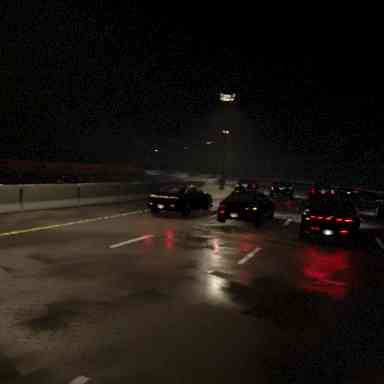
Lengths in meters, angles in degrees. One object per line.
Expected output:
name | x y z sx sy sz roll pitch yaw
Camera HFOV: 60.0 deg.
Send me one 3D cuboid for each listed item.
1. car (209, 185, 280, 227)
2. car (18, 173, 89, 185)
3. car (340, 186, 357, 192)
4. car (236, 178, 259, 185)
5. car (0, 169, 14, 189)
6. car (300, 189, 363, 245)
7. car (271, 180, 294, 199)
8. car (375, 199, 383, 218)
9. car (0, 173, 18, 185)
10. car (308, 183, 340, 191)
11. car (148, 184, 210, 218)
car | 2.577 0.639 15.231 1.812 1.442 4.674 5 4 23
car | -9.379 -0.534 23.581 1.837 1.490 4.892 5 4 22
car | 17.535 -0.042 38.148 1.994 1.385 4.181 4 4 13
car | 5.866 -0.649 34.998 2.097 1.767 4.553 4 4 16
car | -16.313 -1.012 25.030 1.882 1.535 5.008 4 4 22
car | 5.324 0.920 12.765 1.837 1.490 4.892 5 5 24
car | 8.917 -0.357 32.902 2.097 1.767 4.553 4 4 16
car | 11.194 0.895 17.779 1.837 1.490 4.892 5 5 20
car | -12.497 -0.750 25.087 2.033 1.411 5.357 4 4 21
car | 11.985 -0.068 30.876 2.097 1.767 4.553 4 4 16
car | -0.441 0.331 17.081 2.128 1.511 4.902 5 4 23
